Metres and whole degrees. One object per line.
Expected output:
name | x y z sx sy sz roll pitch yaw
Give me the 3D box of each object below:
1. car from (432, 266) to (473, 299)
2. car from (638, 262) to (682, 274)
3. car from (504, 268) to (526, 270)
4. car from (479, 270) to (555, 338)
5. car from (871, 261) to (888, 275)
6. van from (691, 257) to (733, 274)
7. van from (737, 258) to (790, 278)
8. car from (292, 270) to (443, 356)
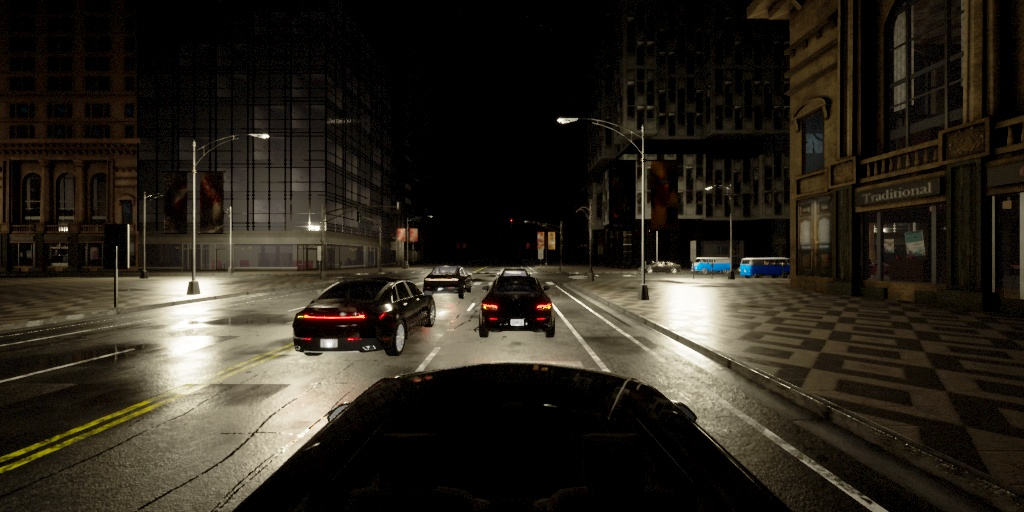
car | -3.108 1.241 17.994 2.128 1.511 4.902 0 0 0
car | 15.977 1.263 38.829 4.403 1.370 2.007 0 0 0
car | 0.146 1.314 18.464 1.994 1.385 4.181 0 0 0
car | 0.121 1.276 10.075 1.812 1.442 4.674 0 0 0
car | 32.774 1.252 30.186 4.207 1.307 1.802 0 0 0
van | 21.596 1.042 38.790 3.998 1.789 1.690 0 0 0
van | 21.537 1.032 30.265 3.998 1.789 1.690 0 0 0
car | -3.134 1.255 8.580 1.837 1.490 4.892 0 0 0
